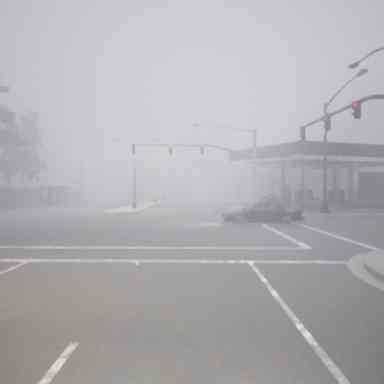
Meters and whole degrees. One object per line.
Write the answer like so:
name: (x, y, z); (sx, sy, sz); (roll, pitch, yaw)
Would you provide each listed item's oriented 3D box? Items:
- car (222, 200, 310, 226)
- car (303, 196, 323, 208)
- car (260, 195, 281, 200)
car: (4.729, 1.471, 22.393); (5.357, 1.411, 2.033); (0, 0, 0)
car: (15.738, 1.310, 43.437); (1.970, 1.475, 3.806); (0, 0, 1)
car: (9.989, 1.151, 42.712); (2.242, 1.667, 4.611); (0, 0, 1)
